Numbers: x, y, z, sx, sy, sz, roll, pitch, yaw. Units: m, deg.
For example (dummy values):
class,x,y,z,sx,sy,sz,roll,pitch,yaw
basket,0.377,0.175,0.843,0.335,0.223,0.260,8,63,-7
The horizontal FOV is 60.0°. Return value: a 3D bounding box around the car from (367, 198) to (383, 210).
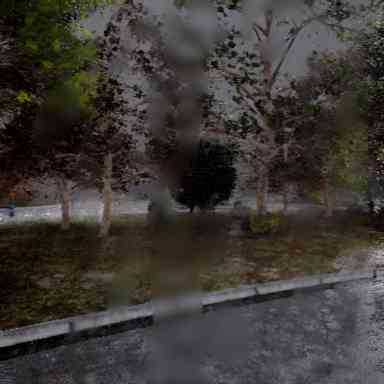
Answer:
class,x,y,z,sx,sy,sz,roll,pitch,yaw
car,21.969,1.428,36.539,4.902,1.511,2.128,1,0,33
